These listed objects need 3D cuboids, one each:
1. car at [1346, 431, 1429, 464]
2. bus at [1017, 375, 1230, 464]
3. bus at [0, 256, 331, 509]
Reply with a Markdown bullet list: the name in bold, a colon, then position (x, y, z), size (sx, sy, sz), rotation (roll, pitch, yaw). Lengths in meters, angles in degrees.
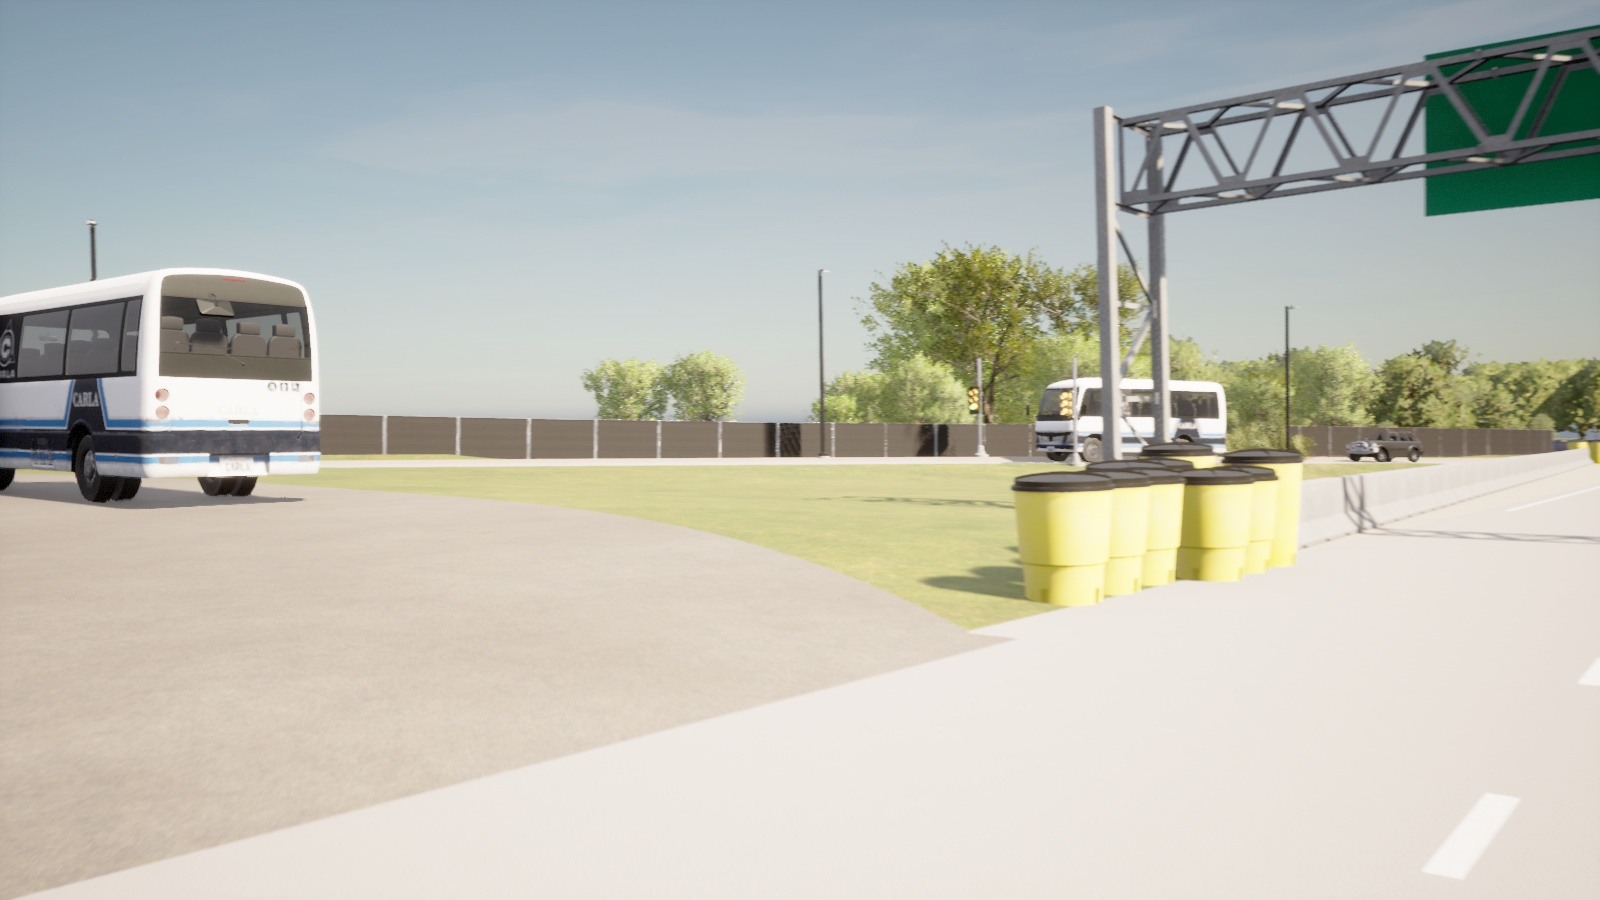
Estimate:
- **car**: position (33.803, -0.158, 72.194), size (4.605, 1.855, 1.932), rotation (0, 1, -28)
- **bus**: position (16.458, -1.459, 63.810), size (10.273, 4.253, 3.944), rotation (0, 1, -25)
- **bus**: position (-14.219, -1.225, 25.956), size (10.273, 4.253, 3.944), rotation (1, 1, 40)
